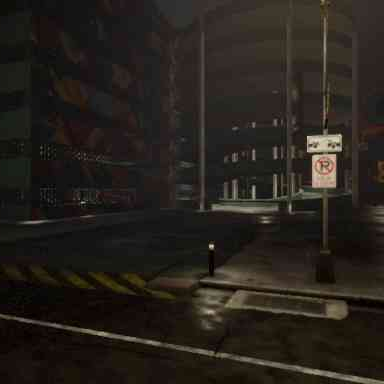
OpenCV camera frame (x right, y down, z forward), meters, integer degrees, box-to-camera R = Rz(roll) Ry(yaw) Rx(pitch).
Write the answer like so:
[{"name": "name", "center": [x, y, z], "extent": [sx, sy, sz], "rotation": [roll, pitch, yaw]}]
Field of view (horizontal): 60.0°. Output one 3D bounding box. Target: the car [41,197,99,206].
[{"name": "car", "center": [-11.903, 1.320, 32.363], "extent": [4.674, 1.452, 2.002], "rotation": [0, 0, 20]}]

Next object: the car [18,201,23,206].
[{"name": "car", "center": [-20.326, 1.463, 43.492], "extent": [4.718, 1.301, 1.895], "rotation": [0, 0, 20]}]

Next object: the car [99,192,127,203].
[{"name": "car", "center": [-14.639, 1.028, 61.114], "extent": [5.566, 2.045, 2.435], "rotation": [0, 0, 20]}]
